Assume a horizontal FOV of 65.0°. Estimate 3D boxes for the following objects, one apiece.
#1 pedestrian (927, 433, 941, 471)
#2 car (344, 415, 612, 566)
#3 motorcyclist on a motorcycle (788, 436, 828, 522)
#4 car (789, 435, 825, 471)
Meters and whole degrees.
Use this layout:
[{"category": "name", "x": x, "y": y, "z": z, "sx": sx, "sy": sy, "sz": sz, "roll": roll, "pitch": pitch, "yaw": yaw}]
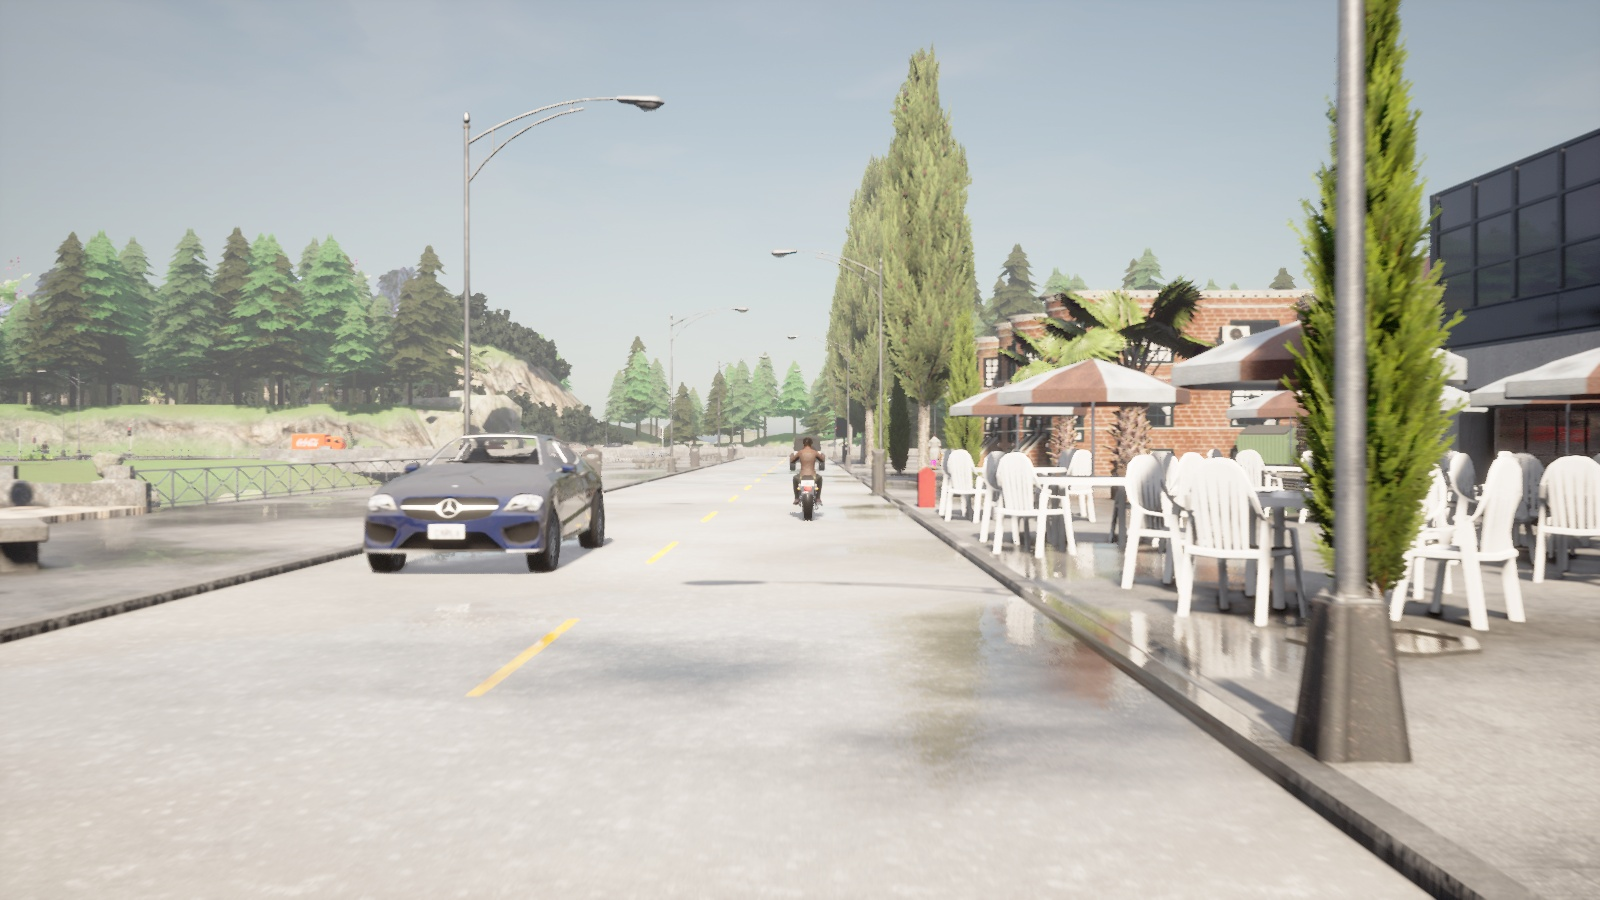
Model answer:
[{"category": "pedestrian", "x": 6.865, "y": 0.104, "z": 64.239, "sx": 0.659, "sy": 1.952, "sz": 0.873, "roll": 0, "pitch": 0, "yaw": 2}, {"category": "car", "x": -3.894, "y": 0.431, "z": 16.226, "sx": 2.152, "sy": 1.651, "sz": 5.027, "roll": 0, "pitch": 0, "yaw": 0}, {"category": "motorcyclist on a motorcycle", "x": 0.155, "y": 0.555, "z": 25.210, "sx": 0.766, "sy": 1.649, "sz": 2.350, "roll": 0, "pitch": 0, "yaw": 0}, {"category": "car", "x": 0.397, "y": 0.154, "z": 68.999, "sx": 1.905, "sy": 1.878, "sz": 3.866, "roll": 0, "pitch": 0, "yaw": 0}]
